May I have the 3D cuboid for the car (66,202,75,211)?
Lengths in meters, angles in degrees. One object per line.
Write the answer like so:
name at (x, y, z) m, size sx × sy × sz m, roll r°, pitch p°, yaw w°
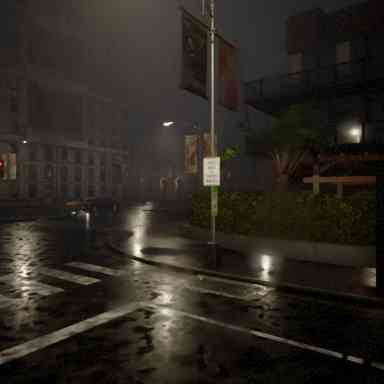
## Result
car at (-13.076, 1.481, 40.904) m, size 1.882 × 1.535 × 5.008 m, roll 0°, pitch 0°, yaw 35°

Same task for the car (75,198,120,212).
car at (-10.580, 1.508, 38.361) m, size 1.837 × 1.490 × 4.892 m, roll 0°, pitch 0°, yaw 36°
